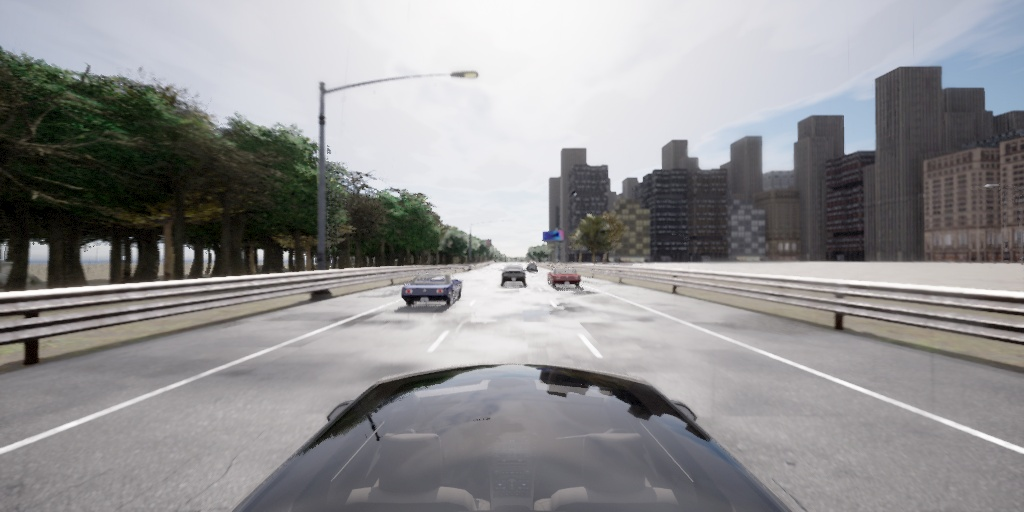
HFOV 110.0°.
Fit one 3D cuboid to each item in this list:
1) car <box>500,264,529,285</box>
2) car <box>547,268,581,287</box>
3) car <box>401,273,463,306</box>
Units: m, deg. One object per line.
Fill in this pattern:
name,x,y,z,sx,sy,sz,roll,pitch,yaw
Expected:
car,0.128,1.446,28.338,1.837,1.490,4.892,0,-1,0
car,3.620,1.503,25.743,1.895,1.301,4.718,0,-1,0
car,-3.386,1.412,16.161,1.895,1.301,4.718,0,0,0
